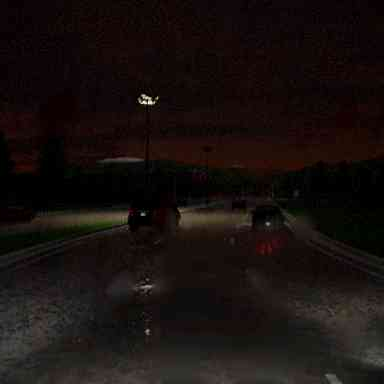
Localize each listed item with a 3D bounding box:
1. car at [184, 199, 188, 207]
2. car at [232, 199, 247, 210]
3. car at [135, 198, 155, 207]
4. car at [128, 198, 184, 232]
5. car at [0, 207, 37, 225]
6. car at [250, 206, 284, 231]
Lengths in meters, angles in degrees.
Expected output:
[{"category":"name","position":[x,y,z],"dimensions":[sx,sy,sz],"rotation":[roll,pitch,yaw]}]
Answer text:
[{"category":"car","position":[-2.071,1.976,62.005],"dimensions":[1.994,1.385,4.181],"rotation":[0,0,12]},{"category":"car","position":[7.009,1.802,49.009],"dimensions":[1.882,1.535,5.008],"rotation":[0,0,12]},{"category":"car","position":[-8.885,1.970,63.610],"dimensions":[2.033,1.411,5.357],"rotation":[0,0,12]},{"category":"car","position":[-2.283,1.363,21.271],"dimensions":[2.150,2.045,5.566],"rotation":[0,0,9]},{"category":"car","position":[-13.928,1.767,24.731],"dimensions":[1.895,1.301,4.718],"rotation":[0,0,15]},{"category":"car","position":[4.904,1.648,21.662],"dimensions":[1.837,1.490,4.892],"rotation":[0,0,10]}]
